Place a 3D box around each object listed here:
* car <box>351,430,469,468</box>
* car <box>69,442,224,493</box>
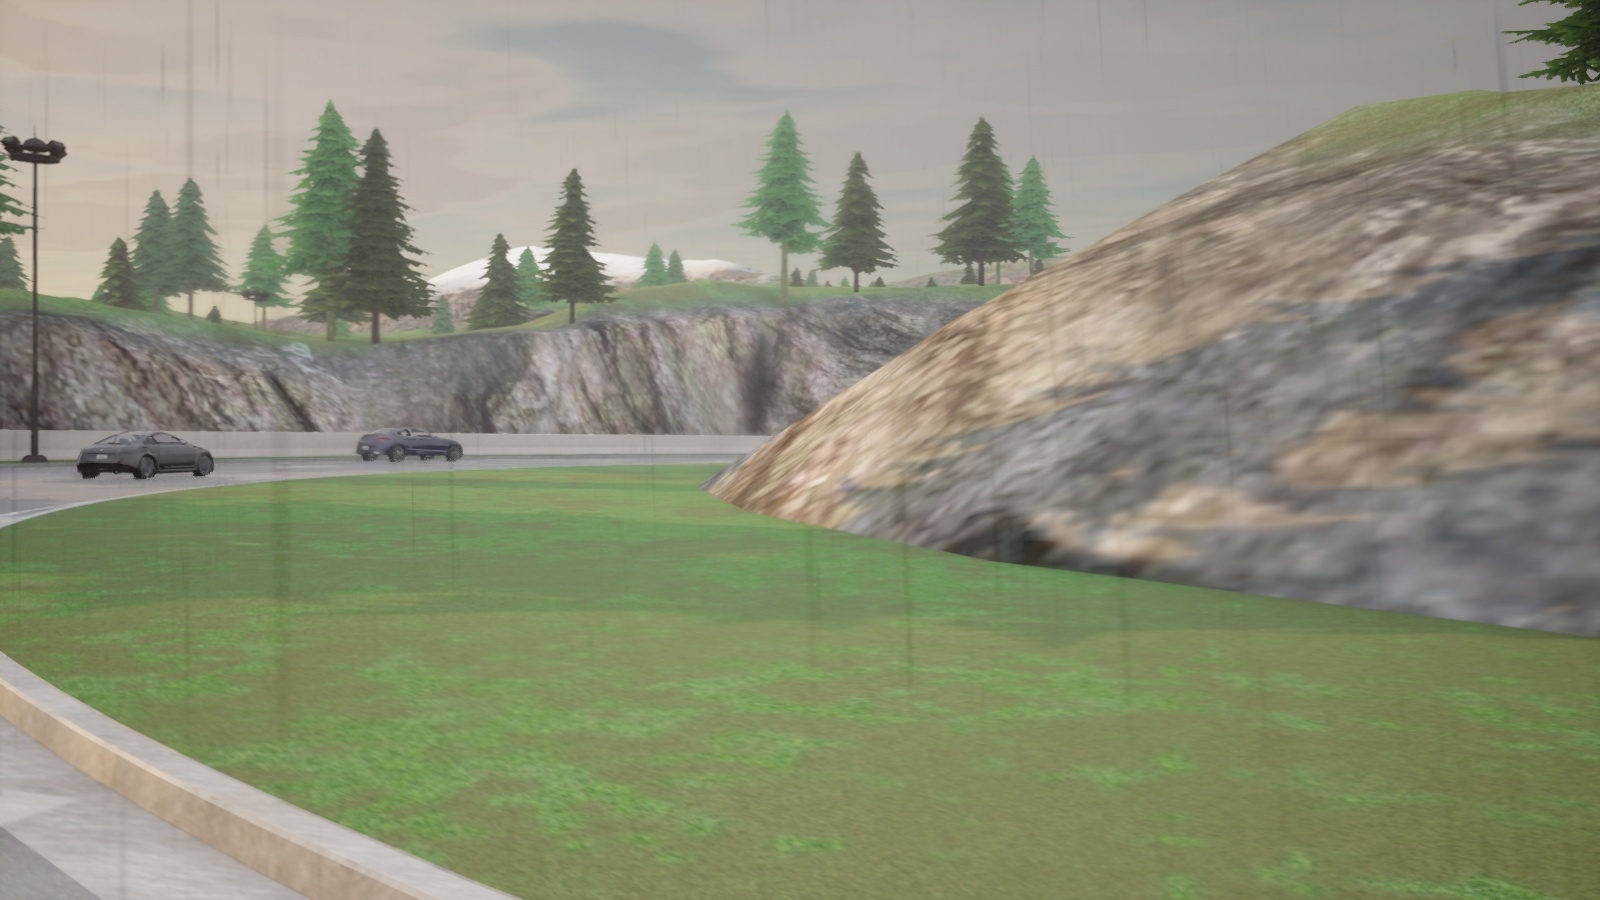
[{"bbox_3d":[-18.122,-0.083,58.537,2.152,1.651,5.027,0,1,33],"label":"car"},{"bbox_3d":[-19.220,0.484,37.174,1.994,1.385,4.181,0,1,8],"label":"car"}]
